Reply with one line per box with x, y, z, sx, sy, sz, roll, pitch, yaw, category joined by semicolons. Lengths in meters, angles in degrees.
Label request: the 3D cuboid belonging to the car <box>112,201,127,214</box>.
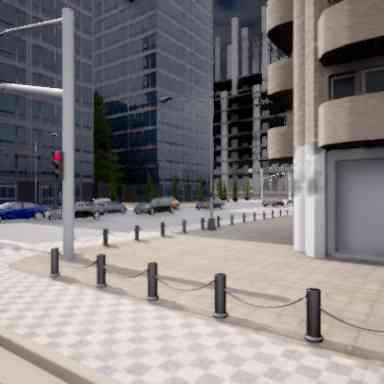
-8.452;1.574;32.969;1.994;1.385;4.181;0;0;36;car

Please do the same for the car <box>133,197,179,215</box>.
-3.778;1.353;33.474;2.097;1.767;4.553;0;0;36;car

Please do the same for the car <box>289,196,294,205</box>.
17.950;1.483;57.281;2.128;1.511;4.902;0;0;36;car

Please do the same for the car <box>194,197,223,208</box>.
2.454;1.536;48.048;1.812;1.442;4.674;0;0;36;car

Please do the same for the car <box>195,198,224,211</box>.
2.295;1.506;41.872;1.837;1.490;4.892;0;0;36;car

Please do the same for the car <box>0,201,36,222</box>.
-13.722;1.488;25.686;1.882;1.535;5.008;0;0;36;car

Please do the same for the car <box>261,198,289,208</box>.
11.967;1.539;48.965;2.033;1.411;5.357;0;0;36;car

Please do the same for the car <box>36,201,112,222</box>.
-9.119;1.493;26.072;2.128;1.511;4.902;0;0;36;car
